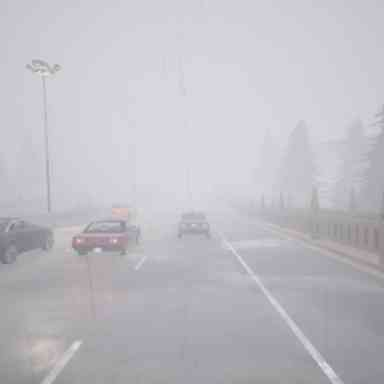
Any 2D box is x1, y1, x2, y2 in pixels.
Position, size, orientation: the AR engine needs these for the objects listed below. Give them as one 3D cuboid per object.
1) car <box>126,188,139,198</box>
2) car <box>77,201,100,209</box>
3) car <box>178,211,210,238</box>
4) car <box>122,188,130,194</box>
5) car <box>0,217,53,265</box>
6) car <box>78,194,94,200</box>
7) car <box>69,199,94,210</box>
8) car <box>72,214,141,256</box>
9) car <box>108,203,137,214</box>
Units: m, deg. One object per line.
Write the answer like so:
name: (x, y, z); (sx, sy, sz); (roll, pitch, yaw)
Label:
car: (-13.974, 0.590, 79.904); (1.812, 1.442, 4.674); (0, 6, 0)
car: (-14.046, 2.380, 46.557); (1.895, 1.301, 4.718); (0, -1, 0)
car: (0.105, 1.869, 19.892); (2.033, 1.411, 5.357); (0, -1, 0)
car: (-17.418, -0.378, 89.485); (1.837, 1.490, 4.892); (0, 6, 0)
car: (-6.896, 1.683, 12.473); (2.128, 1.511, 4.902); (0, -1, 0)
car: (-20.984, 1.529, 65.516); (2.150, 2.045, 5.566); (0, 3, 0)
car: (-17.522, 2.329, 52.371); (2.033, 1.411, 5.357); (0, 1, 1)
car: (-3.396, 1.823, 14.179); (1.895, 1.301, 4.718); (0, -1, 0)
car: (-6.892, 1.908, 33.308); (2.097, 1.767, 4.553); (0, -1, 0)
